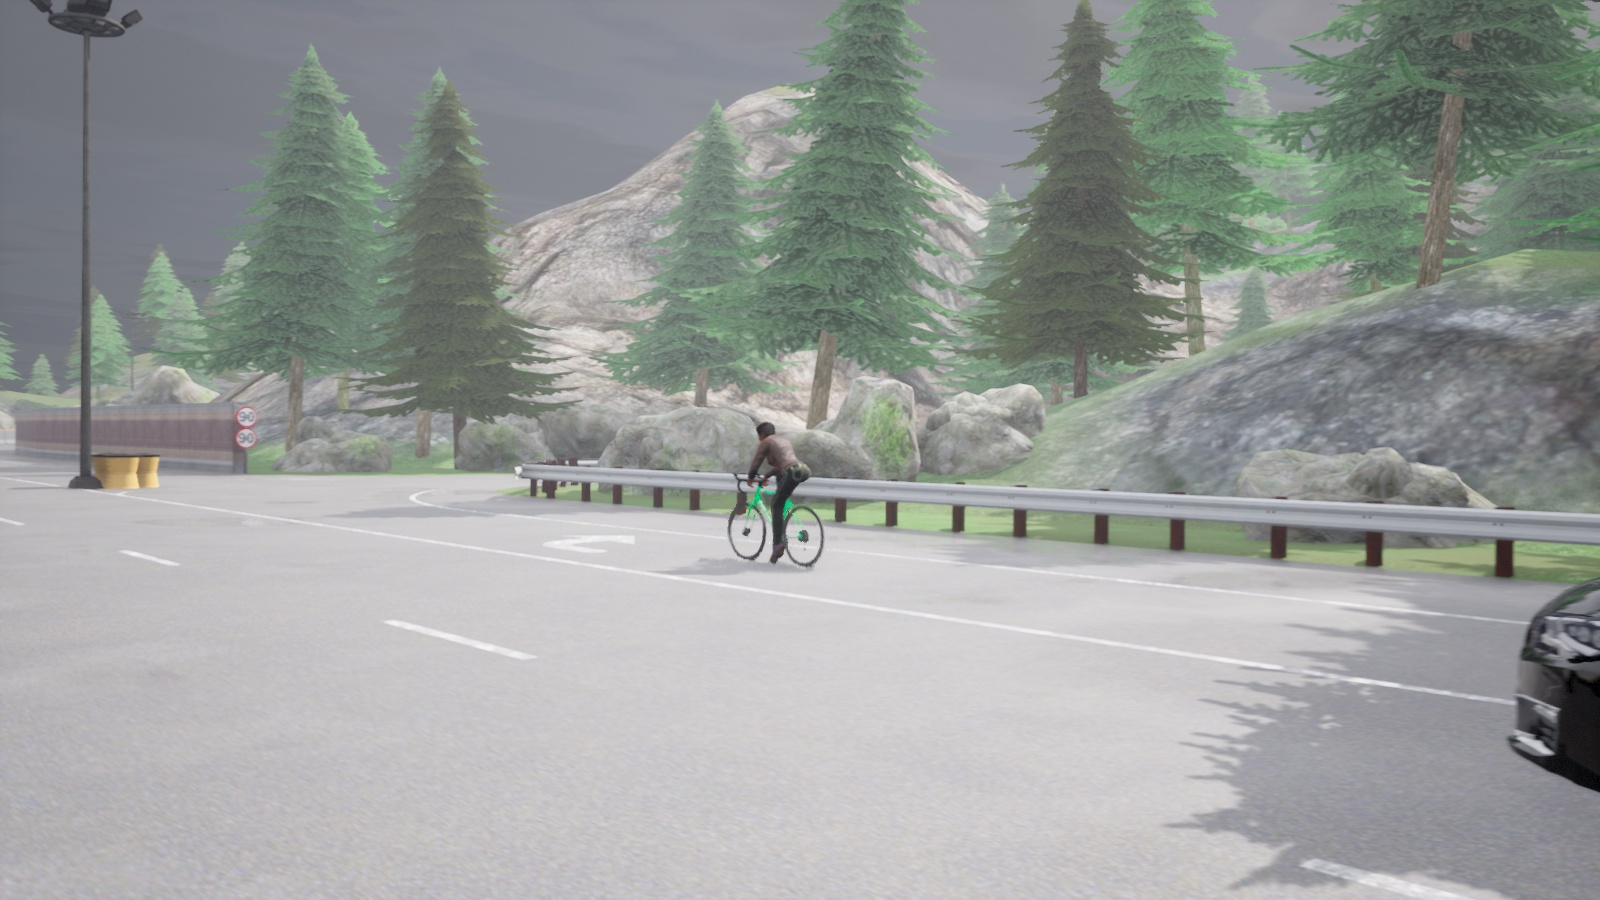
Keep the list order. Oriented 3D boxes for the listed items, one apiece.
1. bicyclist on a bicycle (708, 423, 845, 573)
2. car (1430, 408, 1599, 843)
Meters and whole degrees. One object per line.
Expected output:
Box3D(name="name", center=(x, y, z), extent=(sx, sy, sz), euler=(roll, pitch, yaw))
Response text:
Box3D(name="bicyclist on a bicycle", center=(-0.288, 0.511, 14.335), extent=(0.582, 1.620, 1.656), euler=(-1, 1, -43))
Box3D(name="car", center=(4.837, 0.605, 3.686), extent=(2.128, 1.511, 4.902), euler=(-1, 1, -43))
